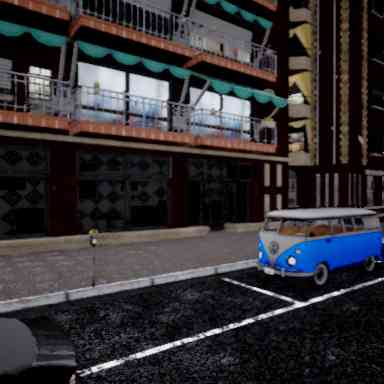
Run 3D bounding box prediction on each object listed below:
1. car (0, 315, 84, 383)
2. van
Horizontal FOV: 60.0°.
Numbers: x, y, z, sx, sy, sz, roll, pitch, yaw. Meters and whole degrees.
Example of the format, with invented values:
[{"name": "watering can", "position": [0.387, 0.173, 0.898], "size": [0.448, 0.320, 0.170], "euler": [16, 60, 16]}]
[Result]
[{"name": "car", "position": [-2.915, 1.489, 1.296], "size": [4.902, 1.511, 2.128], "euler": [0, 0, -35]}, {"name": "van", "position": [3.543, 1.351, 9.081], "size": [3.998, 1.788, 1.690], "euler": [0, 0, -36]}]
